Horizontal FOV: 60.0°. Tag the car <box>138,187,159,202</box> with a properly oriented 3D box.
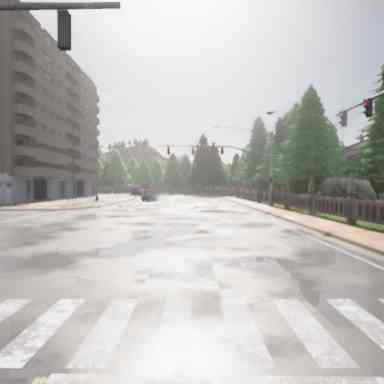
[{"bbox_3d":[-6.183,0.468,49.377,2.097,1.767,4.553,0,0,2],"label":"car"}]

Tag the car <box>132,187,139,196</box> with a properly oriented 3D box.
[{"bbox_3d":[-11.753,-0.056,74.837,2.150,2.045,5.566,-1,1,-30],"label":"car"}]
